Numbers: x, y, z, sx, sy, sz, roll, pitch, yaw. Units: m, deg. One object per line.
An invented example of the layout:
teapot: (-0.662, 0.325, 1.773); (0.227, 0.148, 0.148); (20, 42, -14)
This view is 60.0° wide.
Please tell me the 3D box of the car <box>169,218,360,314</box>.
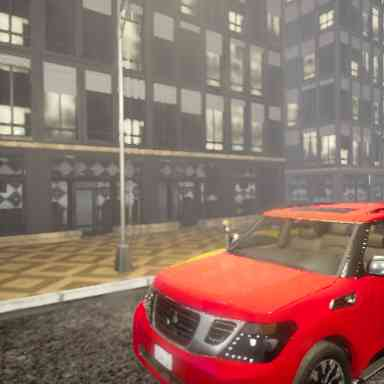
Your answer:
car: (1.960, 1.512, 8.137); (4.829, 1.417, 1.752); (0, -1, -35)

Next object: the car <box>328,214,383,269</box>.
car: (6.794, 1.540, 11.371); (4.313, 1.339, 1.947); (0, -1, -35)

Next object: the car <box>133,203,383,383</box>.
car: (1.968, 1.213, 4.782); (5.566, 2.045, 2.150); (0, 0, -36)
